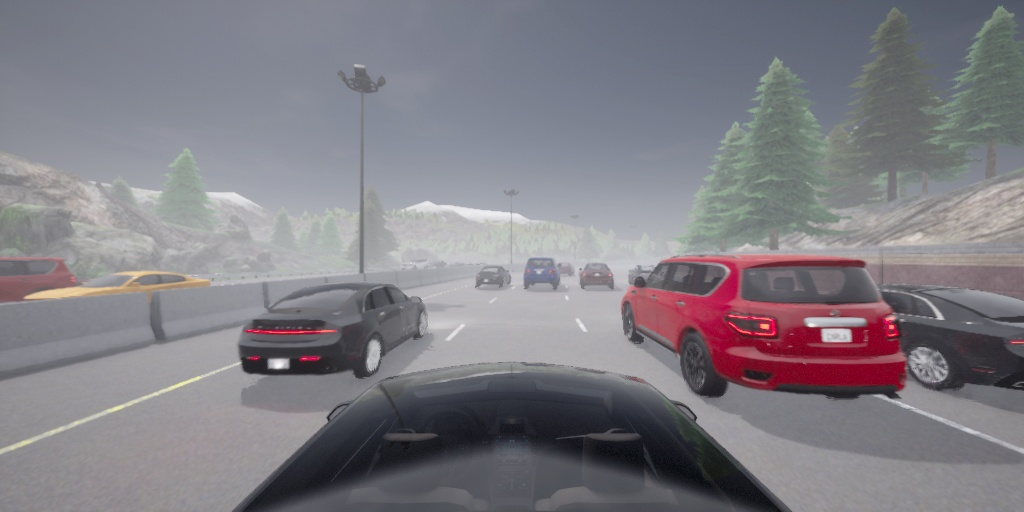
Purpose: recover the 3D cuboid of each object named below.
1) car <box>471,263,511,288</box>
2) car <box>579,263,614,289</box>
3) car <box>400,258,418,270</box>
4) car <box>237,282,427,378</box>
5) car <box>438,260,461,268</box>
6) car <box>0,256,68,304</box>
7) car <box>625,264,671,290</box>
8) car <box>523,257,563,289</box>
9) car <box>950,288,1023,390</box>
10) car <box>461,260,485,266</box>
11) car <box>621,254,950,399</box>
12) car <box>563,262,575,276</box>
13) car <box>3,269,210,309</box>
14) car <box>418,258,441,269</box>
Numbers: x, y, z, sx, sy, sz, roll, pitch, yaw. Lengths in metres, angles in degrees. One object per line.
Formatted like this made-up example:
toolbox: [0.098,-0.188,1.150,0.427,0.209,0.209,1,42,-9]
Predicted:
car: [-1.272,1.422,25.340,1.812,1.442,4.674,0,0,9]
car: [5.745,1.245,24.738,2.097,1.767,4.553,0,0,10]
car: [-15.052,1.360,56.049,2.150,2.045,5.566,0,0,20]
car: [-3.180,1.289,7.459,1.837,1.490,4.892,0,-1,2]
car: [-8.449,1.599,53.724,2.128,1.511,4.902,0,0,20]
car: [-17.226,1.026,10.898,2.150,2.045,5.566,0,0,4]
car: [9.340,1.387,25.055,2.128,1.511,4.902,0,0,10]
car: [2.134,1.114,24.513,2.150,2.045,5.566,0,0,10]
car: [7.294,1.288,6.821,1.837,1.490,4.892,0,0,2]
car: [-5.162,1.274,52.521,1.895,1.301,4.718,0,0,20]
car: [3.758,1.003,6.726,2.150,2.045,5.566,0,0,2]
car: [6.068,1.473,41.166,1.882,1.535,5.008,0,0,16]
car: [-13.566,1.294,12.822,1.882,1.535,5.008,0,0,4]
car: [-11.745,1.257,54.902,2.128,1.511,4.902,0,0,20]
